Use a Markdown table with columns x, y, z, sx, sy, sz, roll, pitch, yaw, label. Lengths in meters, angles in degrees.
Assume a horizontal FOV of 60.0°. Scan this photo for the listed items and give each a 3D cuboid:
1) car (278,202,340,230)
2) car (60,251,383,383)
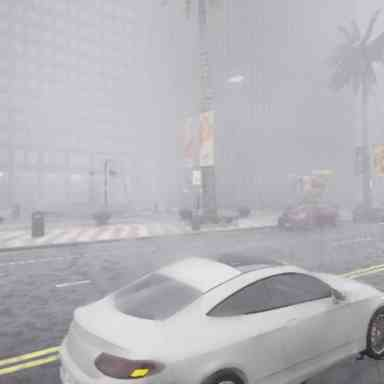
| x | y | z | sx | sy | sz | roll | pitch | yaw | label |
| --- | --- | --- | --- | --- | --- | --- | --- | --- | --- |
| 7.714 | 1.443 | 21.848 | 4.553 | 1.767 | 2.185 | 0 | 0 | -36 | car |
| 0.782 | 1.542 | 4.351 | 4.674 | 1.442 | 1.812 | 0 | 0 | -35 | car |
